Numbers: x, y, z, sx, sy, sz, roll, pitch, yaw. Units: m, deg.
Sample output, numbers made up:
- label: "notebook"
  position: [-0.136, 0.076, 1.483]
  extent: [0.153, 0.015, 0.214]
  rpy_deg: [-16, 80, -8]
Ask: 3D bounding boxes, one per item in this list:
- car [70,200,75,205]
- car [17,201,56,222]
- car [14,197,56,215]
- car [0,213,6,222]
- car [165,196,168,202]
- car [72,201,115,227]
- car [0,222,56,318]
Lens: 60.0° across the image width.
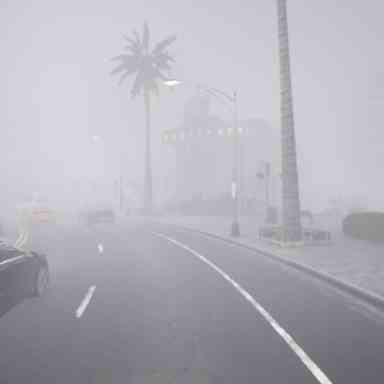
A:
- label: "car"
  position: [-24.406, 1.877, 63.268]
  extent: [4.553, 1.767, 2.185]
  rpy_deg: [0, -1, 30]
- label: "car"
  position: [-12.227, 1.741, 26.410]
  extent: [1.882, 1.535, 5.008]
  rpy_deg: [1, -1, -35]
- label: "car"
  position: [-17.888, 1.592, 37.320]
  extent: [5.566, 2.045, 2.150]
  rpy_deg: [-1, -1, 40]
- label: "car"
  position: [-12.247, 1.750, 19.852]
  extent: [2.033, 1.411, 5.357]
  rpy_deg: [0, -1, -30]
- label: "car"
  position: [-4.192, 2.031, 64.844]
  extent: [4.674, 1.452, 2.002]
  rpy_deg: [0, -1, 30]
- label: "car"
  position: [-7.495, 1.727, 25.586]
  extent: [1.882, 1.535, 5.008]
  rpy_deg: [0, -1, -31]
- label: "car"
  position: [-4.037, 1.552, 5.763]
  extent: [2.128, 1.511, 4.902]
  rpy_deg: [0, -1, -6]
